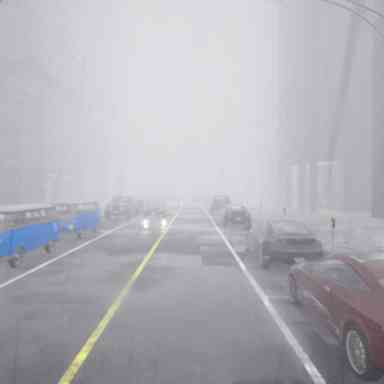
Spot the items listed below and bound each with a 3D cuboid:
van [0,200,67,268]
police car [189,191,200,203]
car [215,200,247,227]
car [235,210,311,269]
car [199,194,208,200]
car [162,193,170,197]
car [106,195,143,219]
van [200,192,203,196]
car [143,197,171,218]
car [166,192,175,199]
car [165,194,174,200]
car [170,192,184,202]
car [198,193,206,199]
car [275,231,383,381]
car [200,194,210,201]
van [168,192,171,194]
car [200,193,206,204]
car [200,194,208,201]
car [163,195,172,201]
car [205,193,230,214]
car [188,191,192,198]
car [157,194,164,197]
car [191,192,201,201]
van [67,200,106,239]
[{"bbox_3d":[-5.756,1.298,10.770,1.690,1.788,3.998,0,0,0],"label":"van"},{"bbox_3d":[0.947,1.211,62.932,1.930,1.638,5.238,0,0,0],"label":"police car"},{"bbox_3d":[2.777,1.461,22.052,1.887,1.381,4.507,0,0,0],"label":"car"},{"bbox_3d":[2.769,1.508,10.780,2.008,1.369,4.403,0,0,0],"label":"car"},{"bbox_3d":[2.822,1.277,84.051,2.008,1.369,4.403,0,0,0],"label":"car"},{"bbox_3d":[-5.719,1.356,61.499,1.947,1.339,4.313,0,0,0],"label":"car"},{"bbox_3d":[-5.744,1.211,27.679,2.192,1.841,5.009,0,0,0],"label":"car"},{"bbox_3d":[2.805,1.131,61.505,1.690,1.788,3.998,0,0,0],"label":"van"},{"bbox_3d":[-3.077,1.417,28.972,1.812,1.442,4.674,0,0,0],"label":"car"},{"bbox_3d":[-5.699,1.026,89.682,2.192,1.841,5.009,0,0,0],"label":"car"},{"bbox_3d":[-5.703,1.292,84.046,1.947,1.339,4.313,0,0,0],"label":"car"},{"bbox_3d":[-2.948,1.233,69.750,1.882,1.535,5.008,0,0,0],"label":"car"},{"bbox_3d":[2.830,1.135,95.323,1.967,1.590,4.097,0,0,0],"label":"car"},{"bbox_3d":[2.765,1.561,5.144,1.802,1.307,4.206,0,0,0],"label":"car"},{"bbox_3d":[2.814,1.198,72.778,1.967,1.590,4.097,0,0,0],"label":"car"},{"bbox_3d":[-5.712,1.099,72.772,1.690,1.788,3.998,0,0,0],"label":"van"},{"bbox_3d":[2.802,1.331,56.040,1.752,1.417,4.829,0,0,0],"label":"car"},{"bbox_3d":[2.818,1.267,78.585,1.752,1.417,4.829,0,0,0],"label":"car"},{"bbox_3d":[-5.707,1.308,78.410,1.947,1.339,4.313,0,0,0],"label":"car"},{"bbox_3d":[2.785,1.191,33.323,2.192,1.841,5.009,0,0,0],"label":"car"},{"bbox_3d":[0.826,1.110,72.772,2.097,1.767,4.553,0,0,-1],"label":"car"},{"bbox_3d":[-5.727,1.367,50.226,1.887,1.381,4.507,0,0,0],"label":"car"},{"bbox_3d":[0.917,0.964,78.852,2.150,2.045,5.566,0,0,0],"label":"car"},{"bbox_3d":[-5.752,1.278,16.406,1.690,1.788,3.998,0,0,0],"label":"van"}]
